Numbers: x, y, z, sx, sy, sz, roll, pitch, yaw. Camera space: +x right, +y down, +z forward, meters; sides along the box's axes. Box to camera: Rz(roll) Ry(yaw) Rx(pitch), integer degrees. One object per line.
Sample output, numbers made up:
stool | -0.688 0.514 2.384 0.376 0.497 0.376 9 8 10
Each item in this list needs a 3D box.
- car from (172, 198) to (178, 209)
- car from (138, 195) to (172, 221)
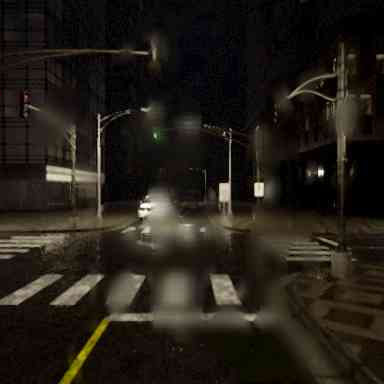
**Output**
car | -3.126 1.669 49.491 1.837 1.490 4.892 0 -1 0
car | -3.133 1.320 28.234 2.150 2.045 5.566 0 0 0
